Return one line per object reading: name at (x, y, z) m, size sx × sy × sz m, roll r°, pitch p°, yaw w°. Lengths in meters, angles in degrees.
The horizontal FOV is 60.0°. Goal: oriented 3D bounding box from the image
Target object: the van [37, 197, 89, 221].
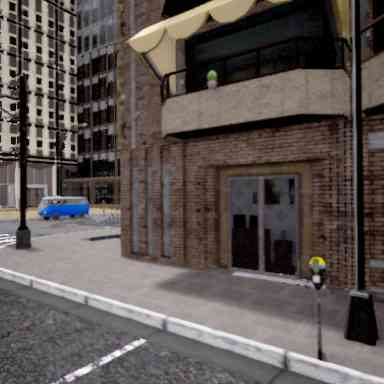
van at (-10.179, 1.287, 26.472) m, size 1.690 × 1.788 × 3.998 m, roll -1°, pitch -1°, yaw 36°
